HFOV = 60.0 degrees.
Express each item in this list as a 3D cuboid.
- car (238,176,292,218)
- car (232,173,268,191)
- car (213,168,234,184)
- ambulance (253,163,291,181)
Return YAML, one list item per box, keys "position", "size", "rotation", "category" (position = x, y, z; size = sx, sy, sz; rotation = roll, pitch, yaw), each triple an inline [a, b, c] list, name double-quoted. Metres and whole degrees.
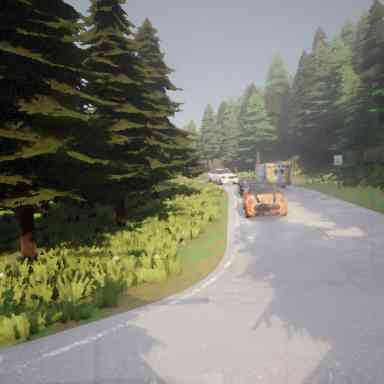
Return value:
- position: [3.916, 0.282, 18.533]
  size: [2.097, 1.767, 4.553]
  rotation: [-3, 5, 6]
  category: "car"
- position: [4.894, -0.502, 28.439]
  size: [2.128, 1.511, 4.902]
  rotation: [-3, 5, 4]
  category: "car"
- position: [3.794, -1.907, 41.431]
  size: [2.150, 2.045, 5.566]
  rotation: [-3, 5, -17]
  category: "car"
- position: [7.919, -1.626, 33.837]
  size: [2.351, 2.431, 6.366]
  rotation: [-3, 5, -3]
  category: "ambulance"
